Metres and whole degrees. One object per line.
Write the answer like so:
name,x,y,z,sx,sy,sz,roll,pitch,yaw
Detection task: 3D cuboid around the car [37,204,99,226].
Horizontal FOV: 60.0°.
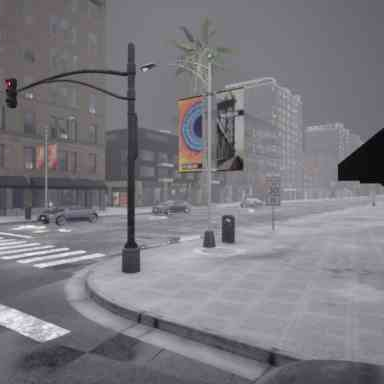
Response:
car,-8.810,1.579,23.852,1.994,1.385,4.181,0,0,35

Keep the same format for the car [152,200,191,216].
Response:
car,-2.019,1.541,33.490,1.837,1.490,4.892,0,0,35

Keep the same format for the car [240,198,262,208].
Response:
car,8.751,1.603,48.693,1.812,1.442,4.674,0,0,36

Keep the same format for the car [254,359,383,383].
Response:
car,2.141,1.551,1.323,4.403,1.369,2.008,0,0,35
